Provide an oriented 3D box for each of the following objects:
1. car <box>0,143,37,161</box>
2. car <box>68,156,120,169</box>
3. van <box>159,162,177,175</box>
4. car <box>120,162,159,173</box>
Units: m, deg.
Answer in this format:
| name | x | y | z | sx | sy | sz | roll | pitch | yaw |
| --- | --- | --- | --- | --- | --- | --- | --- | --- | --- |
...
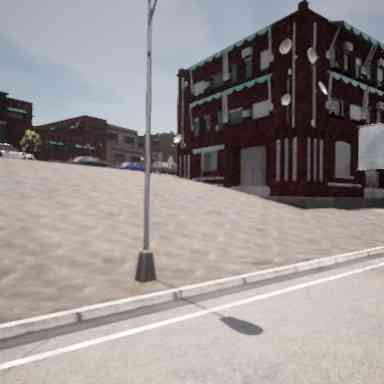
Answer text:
| name | x | y | z | sx | sy | sz | roll | pitch | yaw |
| --- | --- | --- | --- | --- | --- | --- | --- | --- | --- |
| car | -16.838 | -3.263 | 29.584 | 2.150 | 2.045 | 5.566 | 0 | -2 | 42 |
| car | -9.963 | -2.737 | 33.030 | 2.002 | 1.452 | 4.674 | 0 | -2 | 41 |
| van | -2.822 | -2.597 | 41.679 | 1.878 | 1.987 | 4.442 | 0 | -2 | 39 |
| car | -6.405 | -2.548 | 37.275 | 2.002 | 1.452 | 4.674 | 0 | -2 | 40 |
